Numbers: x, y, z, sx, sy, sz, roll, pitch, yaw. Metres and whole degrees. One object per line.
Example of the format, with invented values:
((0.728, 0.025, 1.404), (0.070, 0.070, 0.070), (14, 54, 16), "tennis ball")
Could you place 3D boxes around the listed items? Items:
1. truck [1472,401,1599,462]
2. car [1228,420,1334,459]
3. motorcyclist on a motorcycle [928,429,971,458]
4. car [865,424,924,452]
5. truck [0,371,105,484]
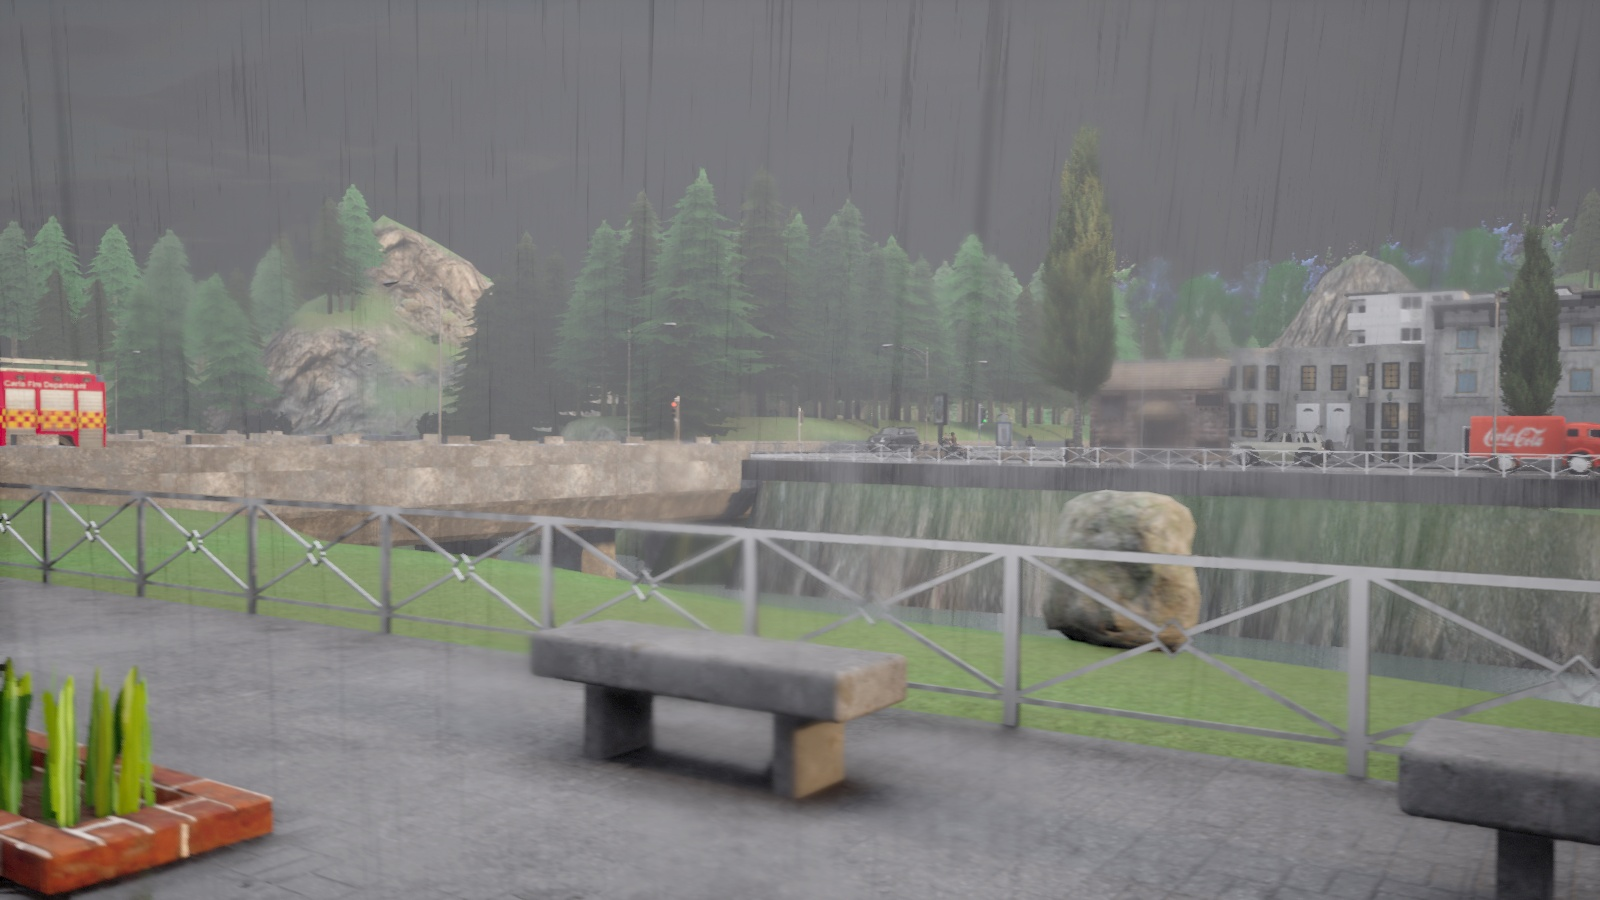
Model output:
((31.249, -0.758, 52.664), (5.204, 2.467, 2.627), (0, 1, 34), "truck")
((23.856, -0.519, 62.379), (4.605, 1.855, 1.932), (0, 1, 34), "car")
((8.604, -0.386, 72.508), (2.350, 1.649, 0.766), (0, 1, 34), "motorcyclist on a motorcycle")
((7.346, -0.941, 97.103), (2.150, 2.045, 5.566), (0, 1, 33), "car")
((-28.757, -0.756, 42.772), (2.891, 3.827, 8.468), (0, 1, 34), "truck")
